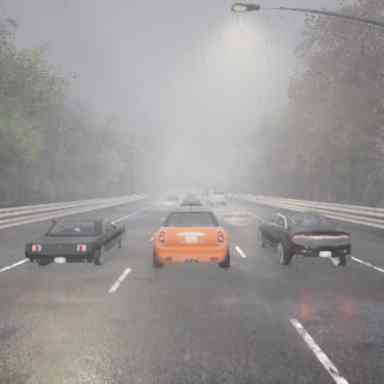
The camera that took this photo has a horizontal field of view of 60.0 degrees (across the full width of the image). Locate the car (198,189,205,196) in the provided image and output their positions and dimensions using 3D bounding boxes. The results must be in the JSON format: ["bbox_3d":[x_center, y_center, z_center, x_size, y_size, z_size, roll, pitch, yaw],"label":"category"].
[{"bbox_3d":[3.377,0.433,84.513,2.150,2.045,5.566,0,1,0],"label":"car"}]

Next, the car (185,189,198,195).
[{"bbox_3d":[-0.109,0.792,74.417,1.882,1.535,5.008,0,1,0],"label":"car"}]

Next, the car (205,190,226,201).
[{"bbox_3d":[3.429,0.803,46.217,2.150,2.045,5.566,0,1,0],"label":"car"}]

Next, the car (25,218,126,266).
[{"bbox_3d":[-3.521,1.511,11.096,1.895,1.301,4.718,0,0,0],"label":"car"}]

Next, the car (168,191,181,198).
[{"bbox_3d":[-3.594,0.982,64.367,1.994,1.385,4.181,0,1,0],"label":"car"}]

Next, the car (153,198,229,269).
[{"bbox_3d":[-0.021,1.257,11.001,2.097,1.767,4.553,0,0,0],"label":"car"}]

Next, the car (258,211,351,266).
[{"bbox_3d":[3.479,1.391,11.113,2.128,1.511,4.902,0,0,0],"label":"car"}]

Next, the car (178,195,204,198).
[{"bbox_3d":[-0.045,1.261,28.168,1.837,1.490,4.892,0,1,0],"label":"car"}]
